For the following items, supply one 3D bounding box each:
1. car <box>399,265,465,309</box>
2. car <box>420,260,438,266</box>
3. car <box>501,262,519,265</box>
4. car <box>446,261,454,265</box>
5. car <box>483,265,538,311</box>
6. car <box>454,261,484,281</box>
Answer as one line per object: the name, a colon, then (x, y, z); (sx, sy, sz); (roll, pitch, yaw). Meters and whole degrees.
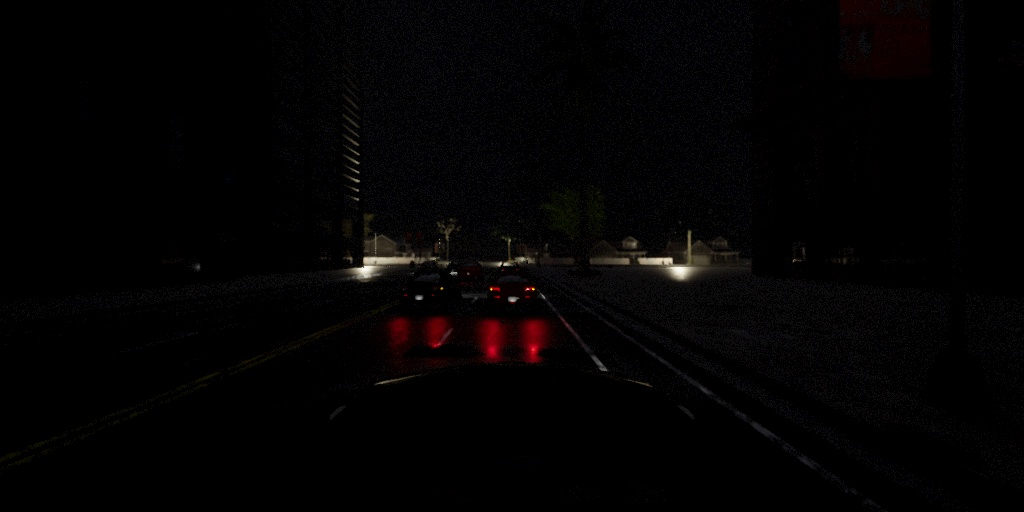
car: (-3.239, 1.271, 14.782); (1.812, 1.442, 4.674); (0, 0, 0)
car: (-10.410, 1.285, 45.005); (1.812, 1.442, 4.674); (0, 0, -1)
car: (-0.166, 1.239, 28.888); (2.128, 1.511, 4.902); (0, 0, -1)
car: (-7.171, 1.306, 45.517); (2.033, 1.411, 5.357); (0, 0, -1)
car: (0.010, 1.270, 14.276); (1.812, 1.442, 4.674); (0, 0, 0)
car: (-3.435, 1.226, 30.367); (1.882, 1.535, 5.008); (0, 0, -1)
